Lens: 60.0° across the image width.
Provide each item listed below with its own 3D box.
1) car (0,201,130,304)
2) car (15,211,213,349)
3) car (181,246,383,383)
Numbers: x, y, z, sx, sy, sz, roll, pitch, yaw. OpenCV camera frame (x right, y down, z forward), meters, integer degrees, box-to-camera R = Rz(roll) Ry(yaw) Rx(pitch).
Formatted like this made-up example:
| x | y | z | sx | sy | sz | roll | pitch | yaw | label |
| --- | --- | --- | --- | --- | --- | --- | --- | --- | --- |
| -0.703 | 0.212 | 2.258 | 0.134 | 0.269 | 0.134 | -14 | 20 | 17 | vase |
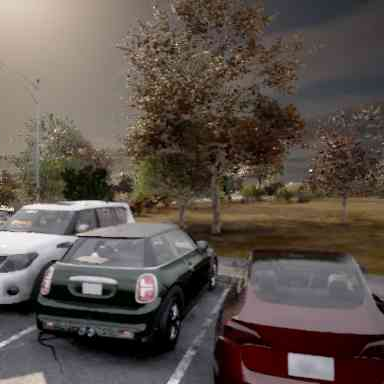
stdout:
| x | y | z | sx | sy | sz | roll | pitch | yaw | label |
| --- | --- | --- | --- | --- | --- | --- | --- | --- | --- |
| -3.272 | 1.278 | 8.389 | 2.435 | 2.045 | 5.566 | 1 | -1 | 15 | car |
| -0.843 | 1.396 | 6.679 | 2.185 | 1.767 | 4.553 | 0 | -1 | 15 | car |
| 1.597 | 1.534 | 5.018 | 2.163 | 1.488 | 4.792 | 0 | -1 | 15 | car |
